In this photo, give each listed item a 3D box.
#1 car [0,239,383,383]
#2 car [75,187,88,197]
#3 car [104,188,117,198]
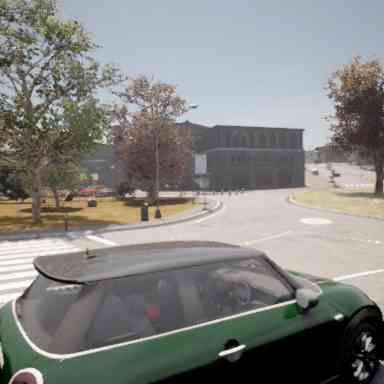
[{"bbox_3d":[0.221,1.348,3.825,4.553,1.767,2.097,0,0,-34],"label":"car"},{"bbox_3d":[-15.354,0.007,52.459,2.435,2.045,5.566,-1,2,16],"label":"car"},{"bbox_3d":[-12.936,0.220,50.746,2.231,1.521,4.892,-1,2,16],"label":"car"}]
